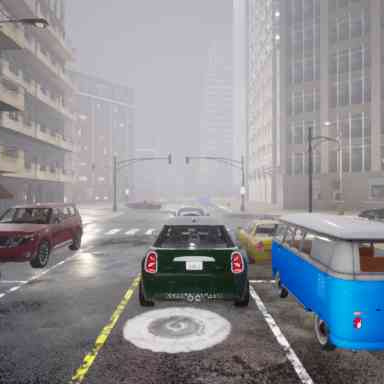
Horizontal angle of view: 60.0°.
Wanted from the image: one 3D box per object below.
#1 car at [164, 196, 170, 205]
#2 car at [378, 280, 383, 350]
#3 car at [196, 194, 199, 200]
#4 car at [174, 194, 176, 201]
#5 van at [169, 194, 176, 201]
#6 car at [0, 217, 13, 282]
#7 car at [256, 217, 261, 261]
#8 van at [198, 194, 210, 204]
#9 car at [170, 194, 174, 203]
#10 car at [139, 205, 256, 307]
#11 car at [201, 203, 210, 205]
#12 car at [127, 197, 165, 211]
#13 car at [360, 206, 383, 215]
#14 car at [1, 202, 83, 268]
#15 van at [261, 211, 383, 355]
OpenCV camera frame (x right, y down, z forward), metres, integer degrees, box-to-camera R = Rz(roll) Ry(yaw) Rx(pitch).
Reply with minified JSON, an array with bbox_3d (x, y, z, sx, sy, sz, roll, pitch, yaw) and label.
[{"bbox_3d":[-5.420,1.612,60.273,1.752,1.417,4.829,0,0,0],"label":"car"},{"bbox_3d":[2.569,1.526,0.563,1.752,1.417,4.829,0,0,0],"label":"car"},{"bbox_3d":[2.419,1.703,82.667,1.887,1.381,4.507,0,0,0],"label":"car"},{"bbox_3d":[-5.451,1.705,77.101,1.947,1.339,4.313,0,0,0],"label":"car"},{"bbox_3d":[-5.480,1.541,93.757,1.690,1.788,3.998,0,0,0],"label":"van"},{"bbox_3d":[-5.320,1.442,5.906,1.967,1.590,4.097,0,0,0],"label":"car"},{"bbox_3d":[2.549,1.531,11.633,1.752,1.417,4.829,0,0,0],"label":"car"},{"bbox_3d":[2.460,1.429,60.458,1.690,1.788,3.998,0,0,0],"label":"van"},{"bbox_3d":[-5.441,1.561,71.549,1.967,1.590,4.097,0,0,0],"label":"car"},{"bbox_3d":[0.049,1.355,8.147,2.097,1.767,4.553,0,0,0],"label":"car"},{"bbox_3d":[-0.031,1.536,17.190,1.812,1.442,4.674,0,0,0],"label":"car"},{"bbox_3d":[-6.037,1.658,41.953,4.718,1.301,1.895,0,0,41],"label":"car"},{"bbox_3d":[14.916,1.427,23.771,5.357,1.411,2.033,0,-1,36],"label":"car"},{"bbox_3d":[-5.329,1.320,11.442,2.192,1.841,5.009,0,0,0],"label":"car"},{"bbox_3d":[2.561,1.343,5.927,1.690,1.788,3.998,0,0,0],"label":"van"}]
